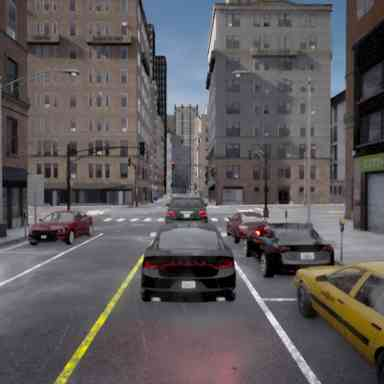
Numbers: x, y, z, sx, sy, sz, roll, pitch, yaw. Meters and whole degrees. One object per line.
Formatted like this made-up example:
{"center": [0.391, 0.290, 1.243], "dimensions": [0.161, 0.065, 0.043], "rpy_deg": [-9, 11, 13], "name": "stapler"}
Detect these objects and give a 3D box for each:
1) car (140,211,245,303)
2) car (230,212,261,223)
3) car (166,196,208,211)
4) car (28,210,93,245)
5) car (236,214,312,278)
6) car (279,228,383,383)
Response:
{"center": [-0.083, 1.473, 8.303], "dimensions": [1.882, 1.535, 5.008], "rpy_deg": [0, 0, -1], "name": "car"}
{"center": [2.625, 1.573, 15.582], "dimensions": [1.802, 1.307, 4.206], "rpy_deg": [-1, 0, -1], "name": "car"}
{"center": [-0.291, 1.211, 18.434], "dimensions": [2.150, 2.045, 5.566], "rpy_deg": [0, 0, -1], "name": "car"}
{"center": [-5.919, 1.536, 15.442], "dimensions": [1.887, 1.381, 4.507], "rpy_deg": [-1, 0, -1], "name": "car"}
{"center": [2.715, 1.560, 9.997], "dimensions": [1.947, 1.339, 4.313], "rpy_deg": [-1, 0, -1], "name": "car"}
{"center": [2.801, 1.523, 4.581], "dimensions": [1.752, 1.417, 4.829], "rpy_deg": [-1, 0, -1], "name": "car"}
